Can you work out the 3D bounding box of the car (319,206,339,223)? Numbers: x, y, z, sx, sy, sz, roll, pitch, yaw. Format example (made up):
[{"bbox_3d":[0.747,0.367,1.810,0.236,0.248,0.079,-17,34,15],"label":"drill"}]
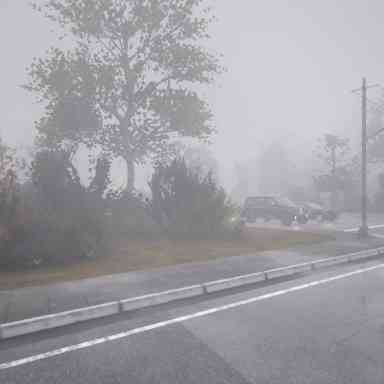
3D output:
[{"bbox_3d":[9.270,1.566,26.866,1.882,1.535,5.008,0,-1,-39],"label":"car"}]

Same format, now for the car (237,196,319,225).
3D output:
[{"bbox_3d":[6.235,1.316,25.123,2.150,2.045,5.566,0,-1,-37],"label":"car"}]

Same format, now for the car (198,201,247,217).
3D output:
[{"bbox_3d":[3.083,1.705,34.178,1.882,1.535,5.008,0,-1,-43],"label":"car"}]
